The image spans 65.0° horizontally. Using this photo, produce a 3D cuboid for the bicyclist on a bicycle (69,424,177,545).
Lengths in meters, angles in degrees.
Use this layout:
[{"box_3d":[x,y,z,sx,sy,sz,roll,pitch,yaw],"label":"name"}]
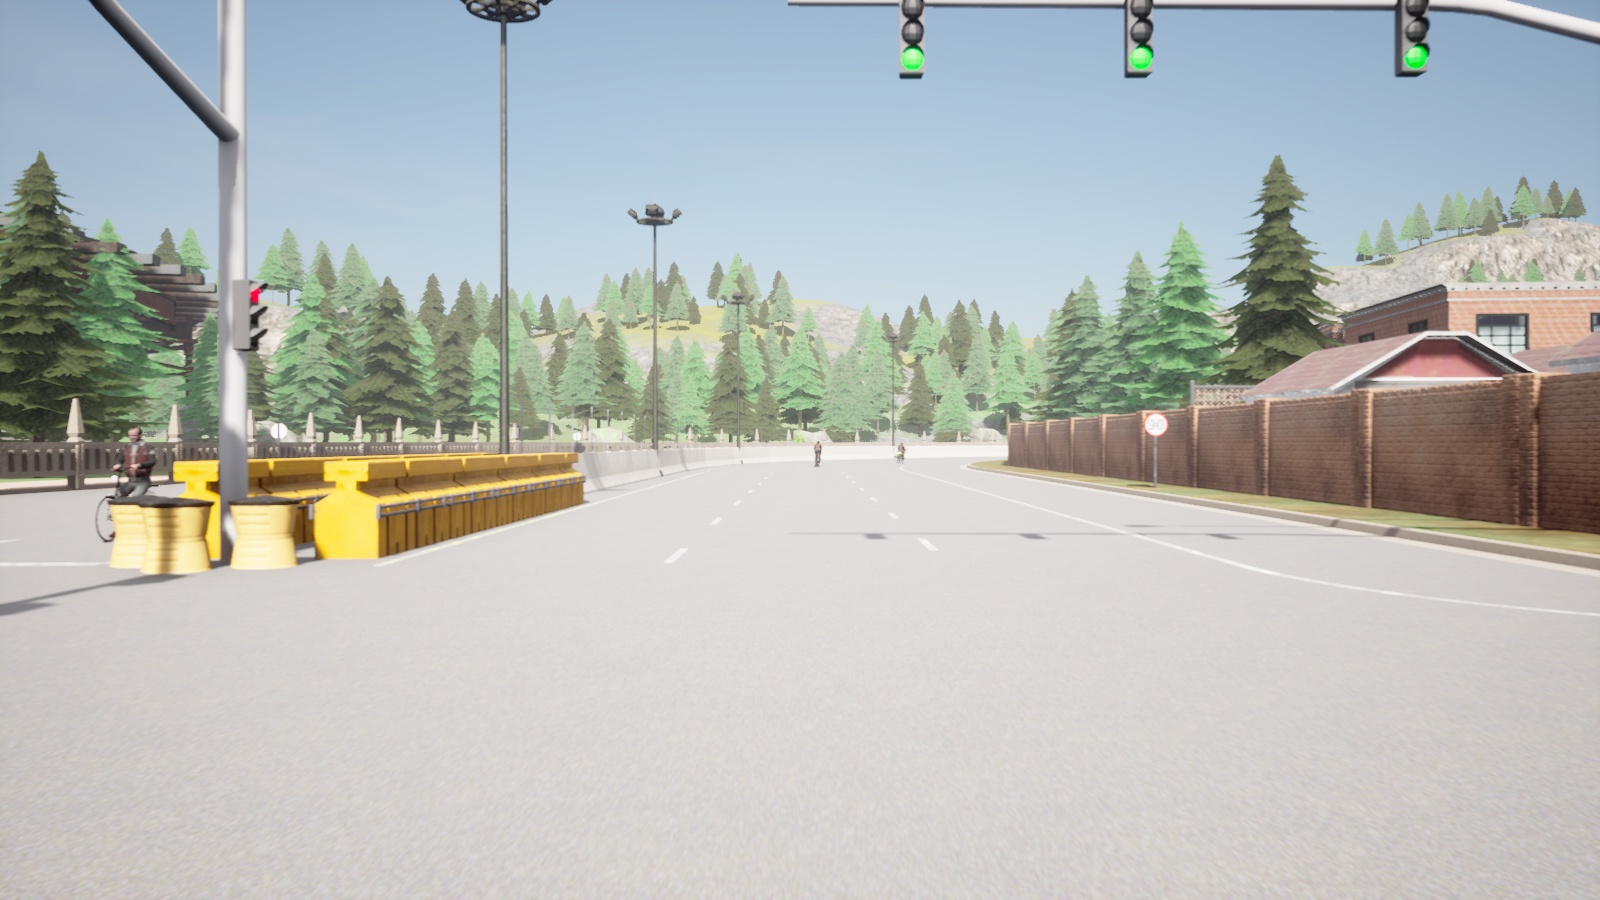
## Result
[{"box_3d":[-10.375,0.500,19.327,0.659,1.776,1.843,0,0,0],"label":"bicyclist on a bicycle"}]
